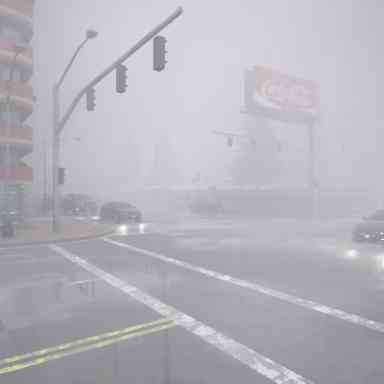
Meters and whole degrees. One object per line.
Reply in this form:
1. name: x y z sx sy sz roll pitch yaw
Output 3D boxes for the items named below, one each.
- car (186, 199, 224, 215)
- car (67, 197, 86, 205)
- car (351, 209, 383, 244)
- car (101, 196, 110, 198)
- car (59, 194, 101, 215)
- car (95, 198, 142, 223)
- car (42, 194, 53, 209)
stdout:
1. car: 1.277 1.505 34.525 1.837 1.490 4.892 0 0 -35
2. car: -20.521 1.564 58.887 1.994 1.385 4.181 0 0 -36
3. car: 8.946 1.504 14.652 4.892 1.490 1.837 0 0 -35
4. car: -15.399 1.478 57.760 1.882 1.535 5.008 0 0 -36
5. car: -11.612 1.221 34.185 2.150 2.045 5.566 0 0 -36
6. car: -5.616 1.505 25.848 1.837 1.490 4.892 0 0 -36
7. car: -17.768 1.221 42.758 2.150 2.045 5.566 0 0 -35
